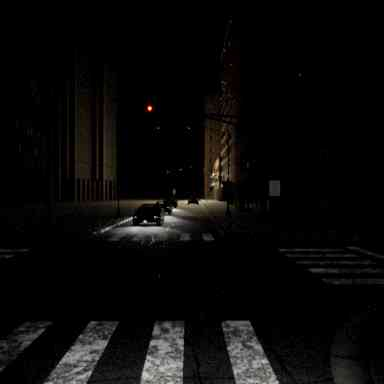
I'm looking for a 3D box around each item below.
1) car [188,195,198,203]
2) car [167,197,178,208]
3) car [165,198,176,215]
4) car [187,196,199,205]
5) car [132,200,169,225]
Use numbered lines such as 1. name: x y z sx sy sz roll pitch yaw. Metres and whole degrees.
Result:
1. car: 0.205 1.471 67.803 1.882 1.535 5.008 0 0 0
2. car: -3.015 1.489 46.992 2.128 1.511 4.902 0 0 0
3. car: -3.051 1.599 34.604 1.895 1.301 4.718 0 0 0
4. car: 0.193 1.521 57.894 1.812 1.442 4.674 0 0 0
5. car: -3.062 1.547 24.396 2.033 1.411 5.357 0 0 0
